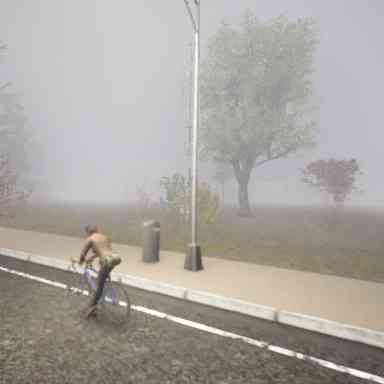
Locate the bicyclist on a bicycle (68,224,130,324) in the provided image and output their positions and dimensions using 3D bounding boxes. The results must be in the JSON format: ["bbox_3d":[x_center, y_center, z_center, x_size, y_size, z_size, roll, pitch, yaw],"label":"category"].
[{"bbox_3d":[-1.659,1.387,5.795,1.656,1.620,0.582,1,0,35],"label":"bicyclist on a bicycle"}]
